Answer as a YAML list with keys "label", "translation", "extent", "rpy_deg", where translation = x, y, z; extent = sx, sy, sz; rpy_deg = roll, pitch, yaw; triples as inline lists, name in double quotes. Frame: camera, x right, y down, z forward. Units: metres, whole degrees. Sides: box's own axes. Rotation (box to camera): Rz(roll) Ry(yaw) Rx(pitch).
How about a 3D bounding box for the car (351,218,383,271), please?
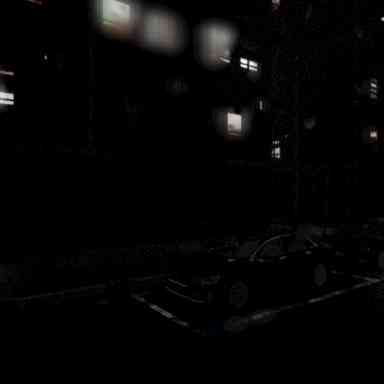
- label: "car"
  translation: [6.066, 1.542, 10.885]
  extent: [4.507, 1.381, 1.887]
  rpy_deg: [0, 0, -36]

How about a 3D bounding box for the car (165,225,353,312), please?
- label: "car"
  translation: [1.478, 1.549, 7.612]
  extent: [4.403, 1.369, 2.008]
  rpy_deg: [0, 0, -36]
